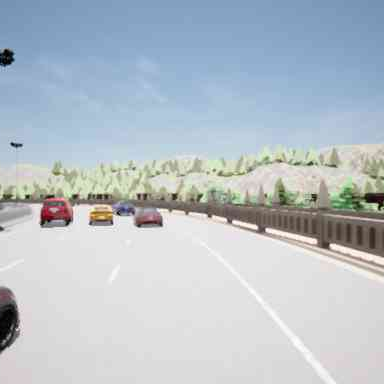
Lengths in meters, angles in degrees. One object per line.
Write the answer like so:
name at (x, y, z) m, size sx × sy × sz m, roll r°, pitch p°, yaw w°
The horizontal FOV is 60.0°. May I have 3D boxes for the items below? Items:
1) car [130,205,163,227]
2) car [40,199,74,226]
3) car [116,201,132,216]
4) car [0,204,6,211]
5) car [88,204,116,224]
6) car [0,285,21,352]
car at (-3.473, 1.899, 25.950) m, size 1.994 × 1.385 × 4.181 m, roll 0°, pitch -1°, yaw -15°
car at (-11.079, 1.604, 27.490) m, size 2.150 × 2.045 × 5.566 m, roll 0°, pitch -1°, yaw -16°
car at (-8.379, 1.885, 40.475) m, size 2.097 × 1.767 × 4.553 m, roll 0°, pitch -1°, yaw -22°
car at (-24.642, 2.177, 42.025) m, size 1.994 × 1.385 × 4.181 m, roll 0°, pitch -1°, yaw -27°
car at (-7.770, 1.860, 28.438) m, size 1.882 × 1.535 × 5.008 m, roll 0°, pitch -1°, yaw -16°
car at (-3.663, 1.624, 3.600) m, size 1.994 × 1.385 × 4.181 m, roll 0°, pitch -1°, yaw -2°
